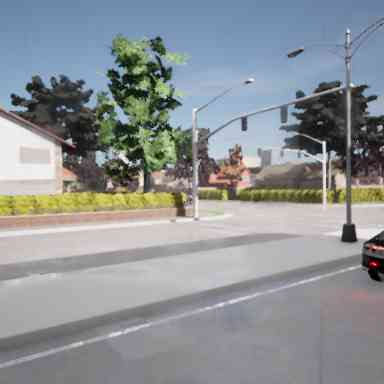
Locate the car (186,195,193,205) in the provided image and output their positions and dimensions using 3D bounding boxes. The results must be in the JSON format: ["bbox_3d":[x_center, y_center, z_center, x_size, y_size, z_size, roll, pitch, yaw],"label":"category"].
[{"bbox_3d":[-1.283,1.139,46.390,1.837,1.490,4.892,-1,1,-36],"label":"car"}]

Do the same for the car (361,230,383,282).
[{"bbox_3d":[6.072,1.356,8.118,4.902,1.511,2.128,-1,1,-35],"label":"car"}]
